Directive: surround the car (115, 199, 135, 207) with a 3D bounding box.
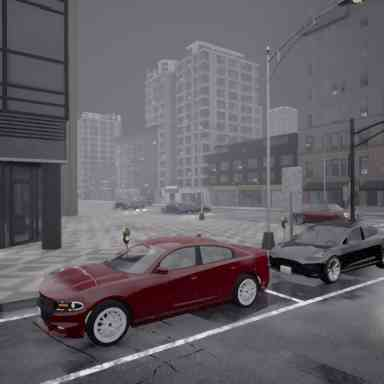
[{"bbox_3d":[-13.832,2.287,68.392,2.033,1.411,5.357,0,0,-35],"label":"car"}]

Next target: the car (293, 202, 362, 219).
[{"bbox_3d":[9.643,1.546,23.626,2.097,1.767,4.553,0,-1,-35],"label":"car"}]

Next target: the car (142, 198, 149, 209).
[{"bbox_3d":[-9.570,2.210,56.566,1.994,1.385,4.181,0,0,-35],"label":"car"}]

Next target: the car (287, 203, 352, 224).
[{"bbox_3d":[10.569,1.722,27.943,1.837,1.490,4.892,0,-1,-35],"label":"car"}]

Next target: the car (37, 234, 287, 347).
[{"bbox_3d":[-0.475,1.545,6.314,4.507,1.381,1.887,0,0,-35],"label":"car"}]

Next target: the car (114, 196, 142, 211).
[{"bbox_3d":[-10.424,1.846,52.099,2.150,2.045,5.566,0,-1,-35],"label":"car"}]

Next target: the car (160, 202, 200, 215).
[{"bbox_3d":[-1.779,1.994,39.777,2.033,1.411,5.357,0,-1,-36],"label":"car"}]

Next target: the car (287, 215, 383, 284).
[{"bbox_3d":[4.121,1.564,9.591,4.313,1.339,1.947,0,0,-35],"label":"car"}]

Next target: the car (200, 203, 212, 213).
[{"bbox_3d":[0.273,1.990,42.501,2.033,1.411,5.357,0,-1,-35],"label":"car"}]

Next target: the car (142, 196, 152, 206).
[{"bbox_3d":[-10.295,1.930,69.013,2.150,2.045,5.566,0,0,-35],"label":"car"}]
